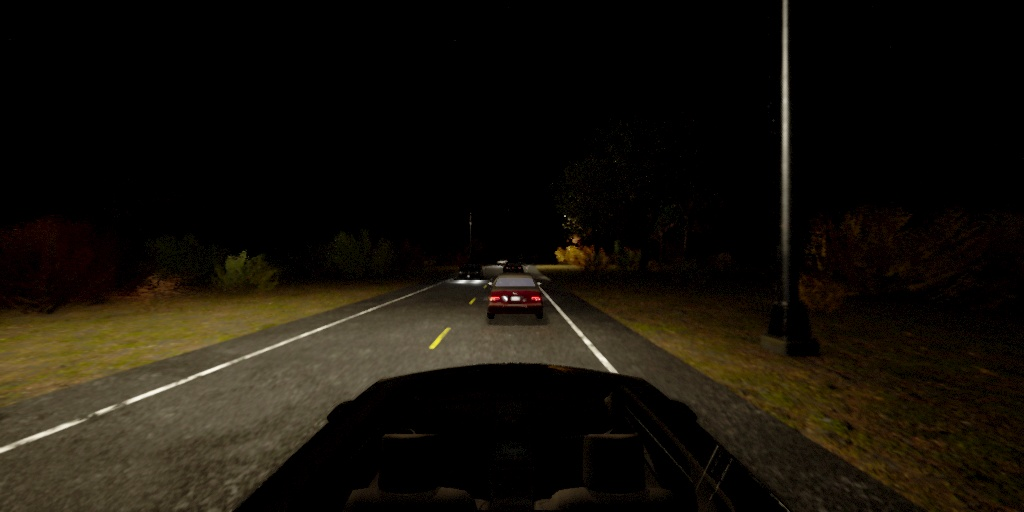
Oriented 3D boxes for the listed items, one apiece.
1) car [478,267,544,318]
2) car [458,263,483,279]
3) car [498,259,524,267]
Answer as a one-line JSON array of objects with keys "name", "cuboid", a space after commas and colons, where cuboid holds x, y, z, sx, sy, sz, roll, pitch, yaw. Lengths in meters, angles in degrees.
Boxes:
[{"name": "car", "cuboid": [0.101, 1.299, 13.018, 2.033, 1.411, 5.357, 0, 0, 0]}, {"name": "car", "cuboid": [-3.585, 1.303, 32.283, 2.033, 1.411, 5.357, 0, 0, 0]}, {"name": "car", "cuboid": [0.114, 1.247, 33.001, 2.128, 1.511, 4.902, 0, 0, 0]}]
